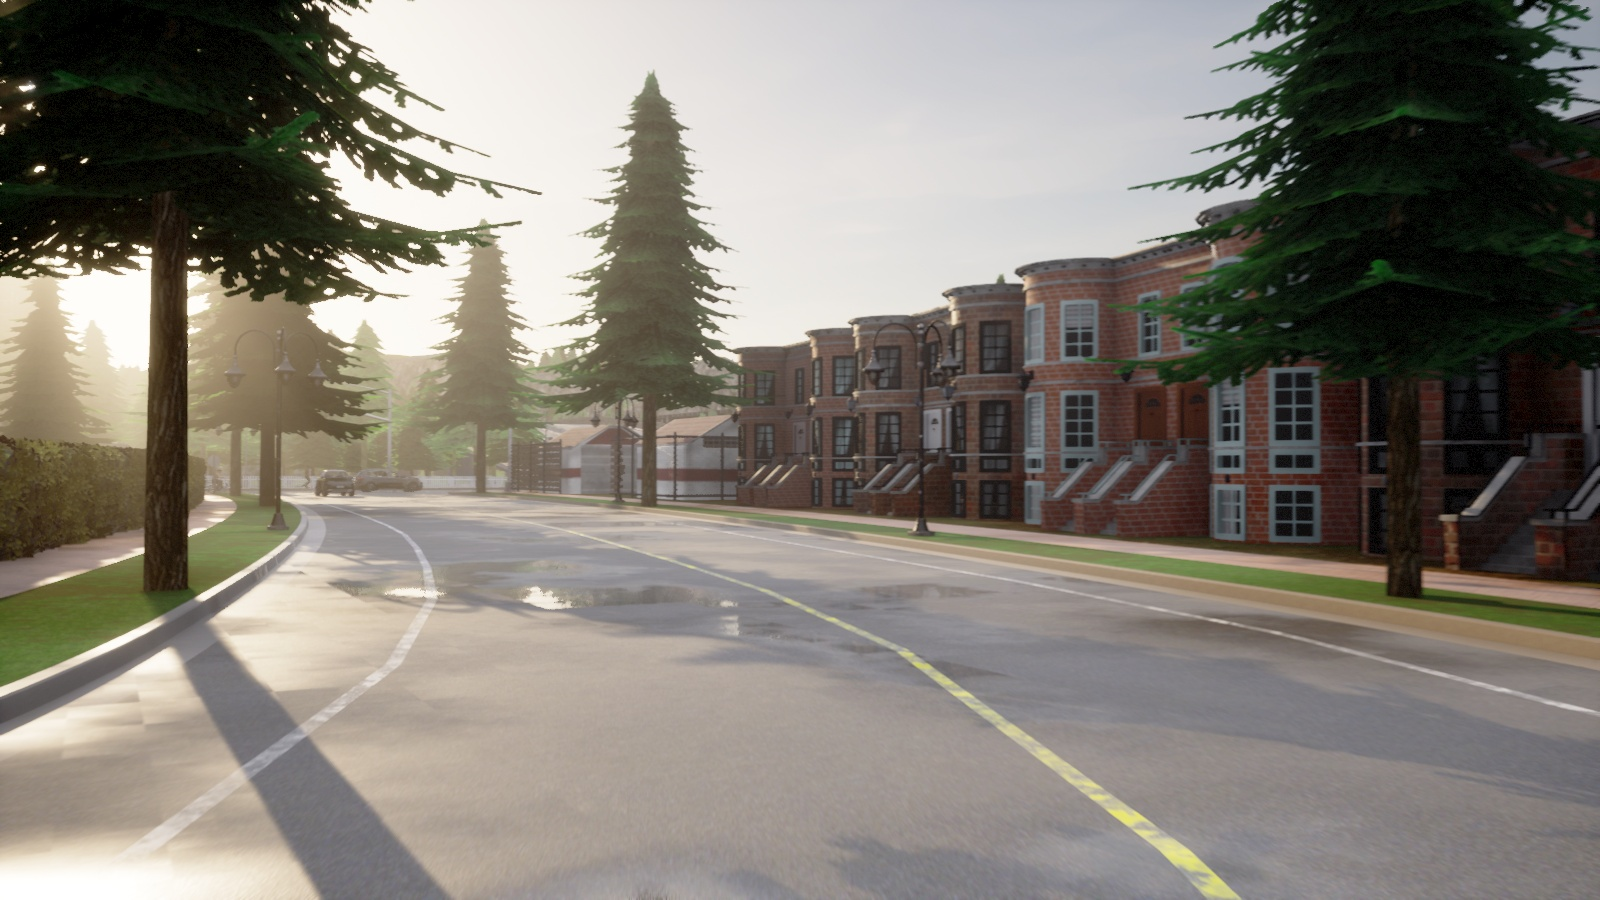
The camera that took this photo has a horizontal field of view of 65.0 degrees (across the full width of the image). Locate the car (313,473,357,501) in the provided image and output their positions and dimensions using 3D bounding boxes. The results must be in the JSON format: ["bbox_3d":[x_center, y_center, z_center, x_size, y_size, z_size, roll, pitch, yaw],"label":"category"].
[{"bbox_3d":[-27.027,2.144,72.908,1.789,1.549,3.705,0,-1,-30],"label":"car"}]

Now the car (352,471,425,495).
[{"bbox_3d":[-29.188,2.331,89.152,4.611,1.667,2.242,0,-1,-28],"label":"car"}]
